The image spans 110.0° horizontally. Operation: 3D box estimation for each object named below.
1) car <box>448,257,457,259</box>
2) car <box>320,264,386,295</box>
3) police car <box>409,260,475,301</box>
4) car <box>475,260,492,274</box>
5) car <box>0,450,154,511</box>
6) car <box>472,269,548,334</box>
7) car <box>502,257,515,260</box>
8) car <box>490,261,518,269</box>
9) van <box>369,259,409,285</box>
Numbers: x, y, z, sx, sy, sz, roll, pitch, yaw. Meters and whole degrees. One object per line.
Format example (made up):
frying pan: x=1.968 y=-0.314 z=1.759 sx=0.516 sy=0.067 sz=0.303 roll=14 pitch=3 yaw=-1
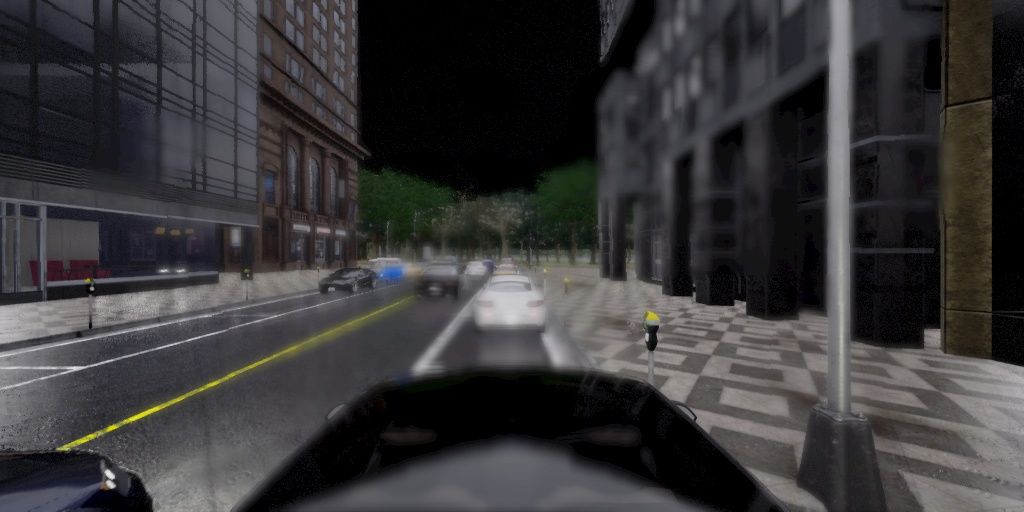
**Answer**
car: x=-8.908 y=1.201 z=47.173 sx=1.967 sy=1.591 sz=4.097 roll=0 pitch=0 yaw=0
car: x=-8.908 y=1.317 z=19.986 sx=1.948 sy=1.339 sz=4.313 roll=0 pitch=0 yaw=0
police car: x=-3.147 y=1.176 z=17.335 sx=1.930 sy=1.638 sz=5.238 roll=0 pitch=0 yaw=0
car: x=-3.054 y=1.280 z=32.088 sx=1.812 sy=1.442 sz=4.674 roll=0 pitch=0 yaw=0
car: x=-3.062 y=1.315 z=0.305 sx=1.994 sy=1.385 sz=4.181 roll=0 pitch=0 yaw=0
car: x=0.003 y=1.276 z=10.500 sx=1.812 sy=1.442 sz=4.674 roll=0 pitch=0 yaw=0
car: x=-0.383 y=1.196 z=36.298 sx=1.967 sy=1.591 sz=4.097 roll=0 pitch=0 yaw=0
car: x=-0.383 y=1.278 z=25.593 sx=1.751 sy=1.417 sz=4.829 roll=0 pitch=0 yaw=0
van: x=-8.908 y=1.093 z=25.423 sx=1.690 sy=1.789 sz=3.998 roll=0 pitch=0 yaw=0
